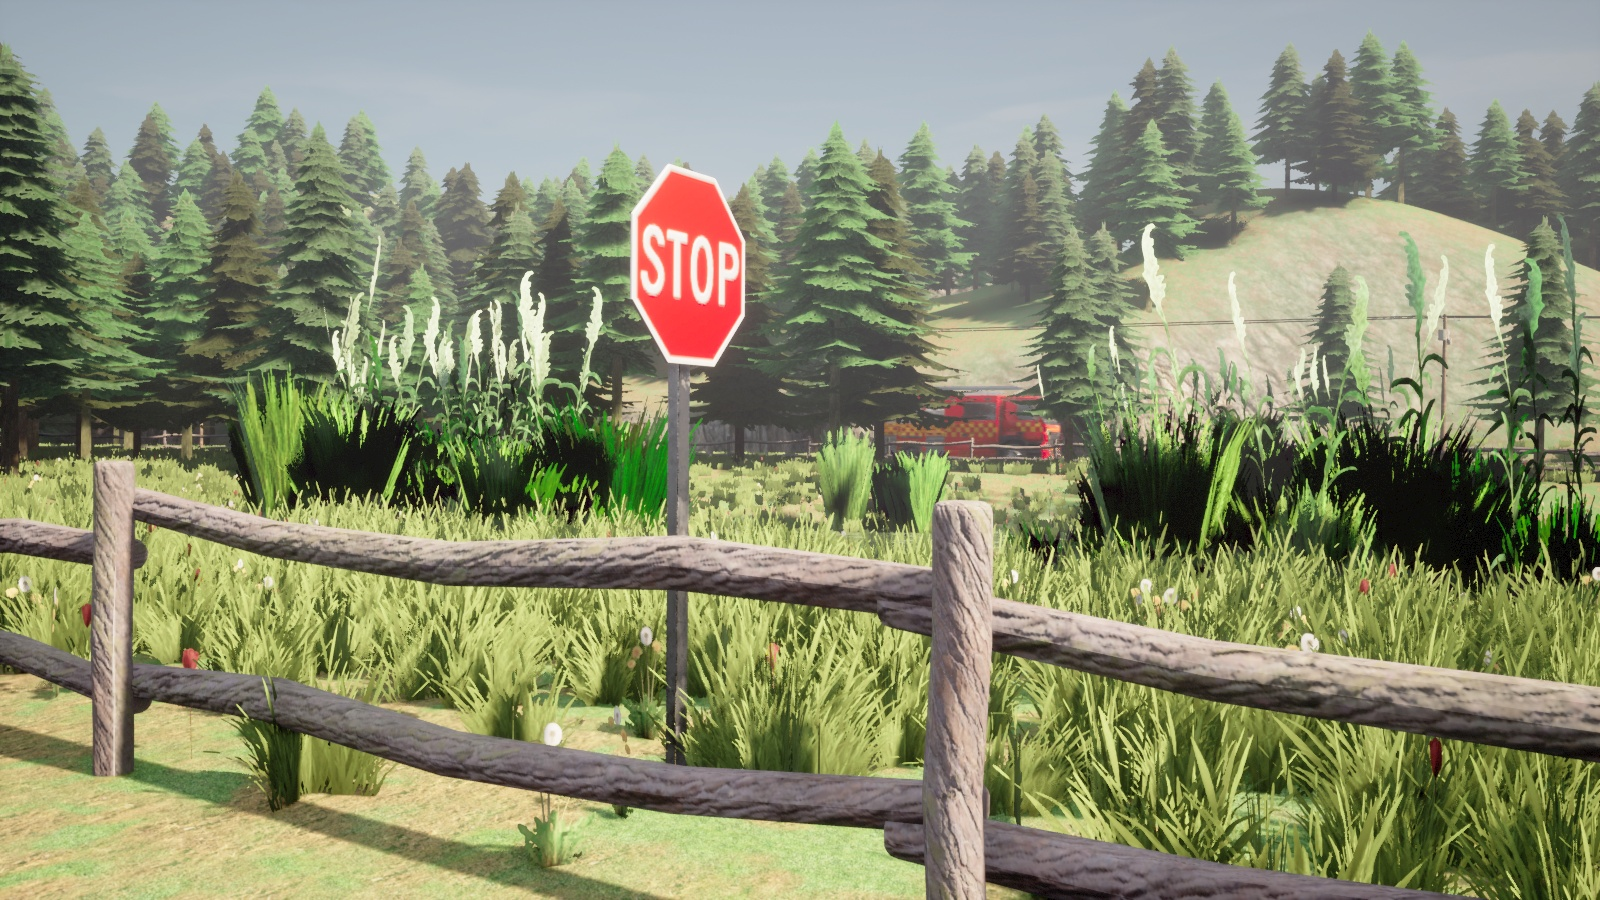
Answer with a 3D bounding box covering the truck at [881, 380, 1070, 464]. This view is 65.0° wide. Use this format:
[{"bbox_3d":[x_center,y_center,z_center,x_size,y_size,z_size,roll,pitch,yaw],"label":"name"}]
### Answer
[{"bbox_3d":[8.353,-1.294,60.053,8.468,3.827,2.891,0,1,24],"label":"truck"}]
